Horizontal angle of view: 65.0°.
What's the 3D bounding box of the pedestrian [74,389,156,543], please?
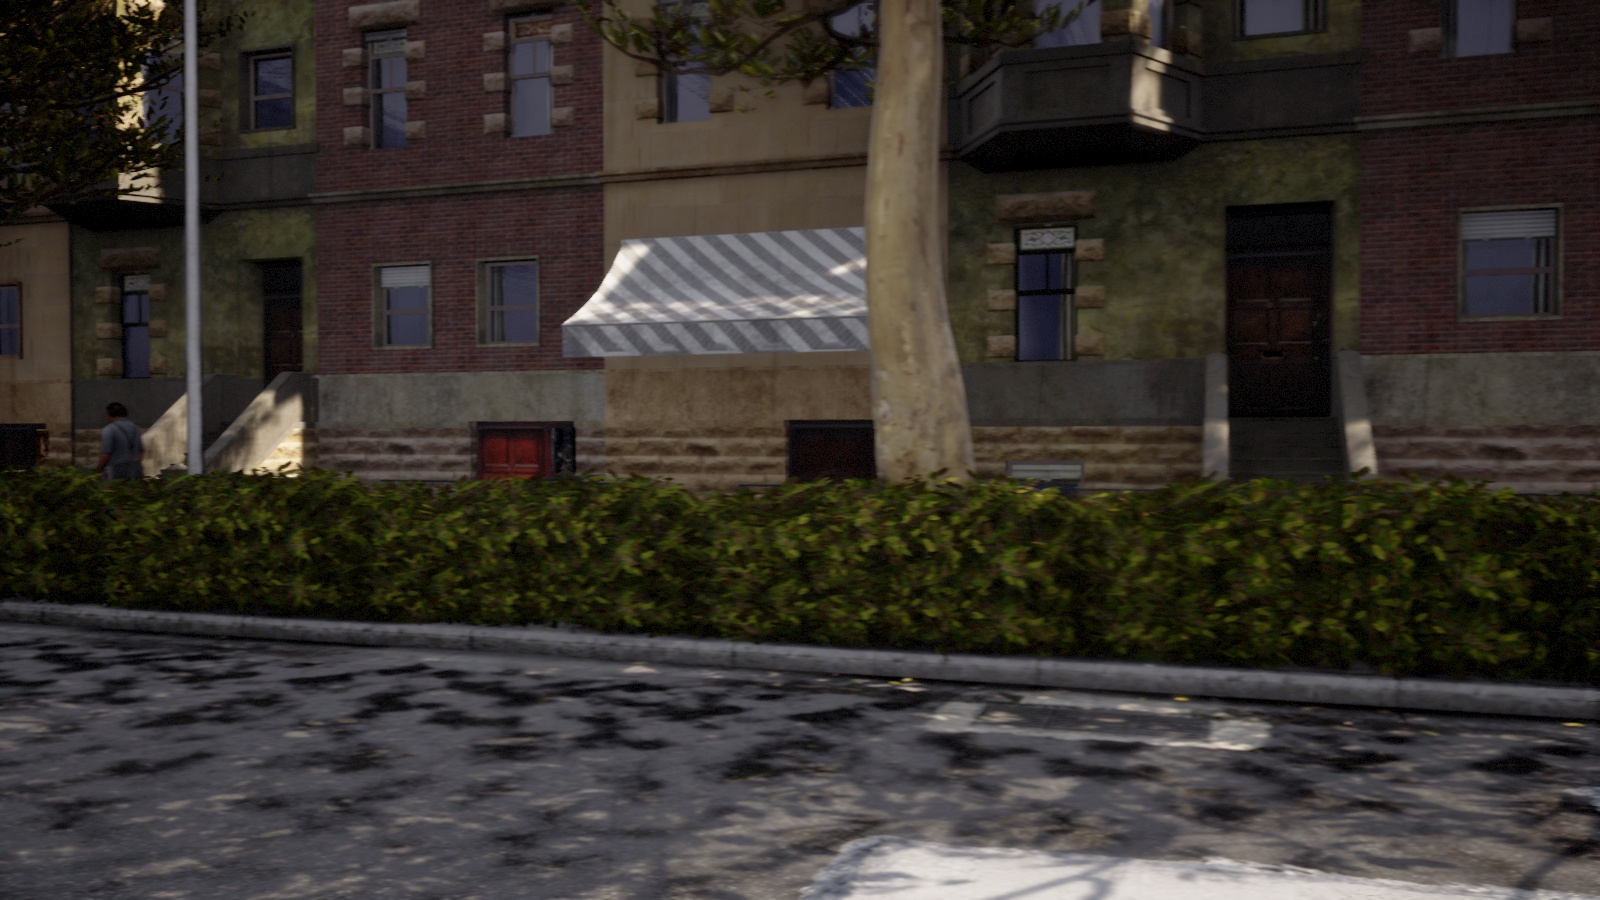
[{"bbox_3d":[-8.400,0.184,15.408,0.694,1.848,0.540,1,1,13],"label":"pedestrian"}]
